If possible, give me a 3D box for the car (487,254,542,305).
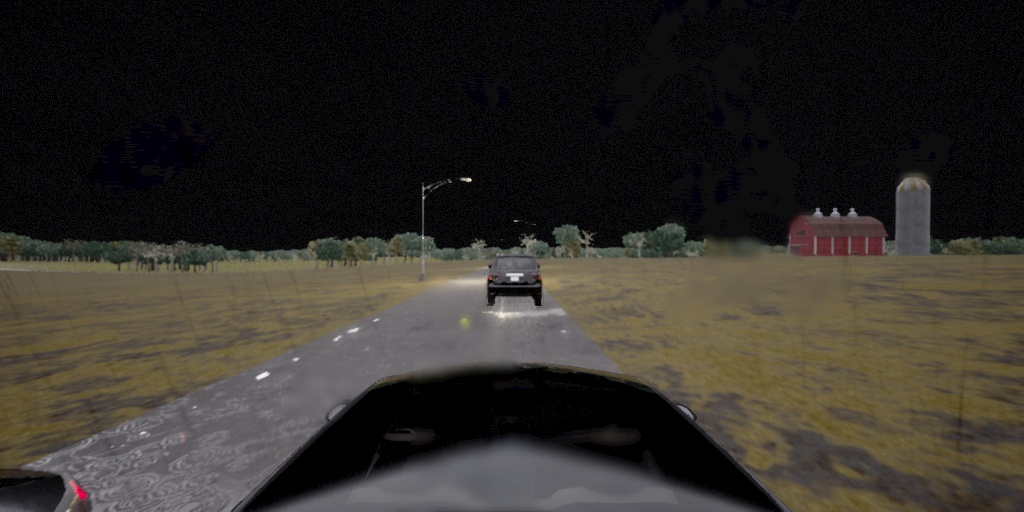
[{"bbox_3d":[0.102,0.922,15.778,2.150,2.045,5.566,0,0,0],"label":"car"}]
